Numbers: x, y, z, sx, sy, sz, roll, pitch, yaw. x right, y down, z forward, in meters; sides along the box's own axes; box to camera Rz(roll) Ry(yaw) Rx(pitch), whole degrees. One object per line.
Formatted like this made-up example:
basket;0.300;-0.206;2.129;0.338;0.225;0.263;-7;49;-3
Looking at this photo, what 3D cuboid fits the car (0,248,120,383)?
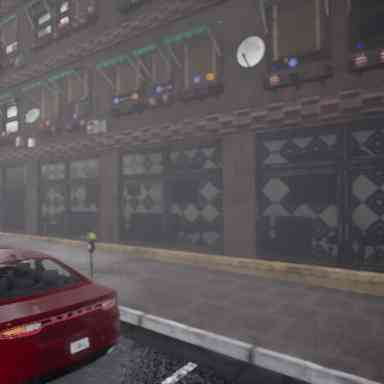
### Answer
car;-3.027;1.512;4.906;4.507;1.381;1.887;0;-1;36
